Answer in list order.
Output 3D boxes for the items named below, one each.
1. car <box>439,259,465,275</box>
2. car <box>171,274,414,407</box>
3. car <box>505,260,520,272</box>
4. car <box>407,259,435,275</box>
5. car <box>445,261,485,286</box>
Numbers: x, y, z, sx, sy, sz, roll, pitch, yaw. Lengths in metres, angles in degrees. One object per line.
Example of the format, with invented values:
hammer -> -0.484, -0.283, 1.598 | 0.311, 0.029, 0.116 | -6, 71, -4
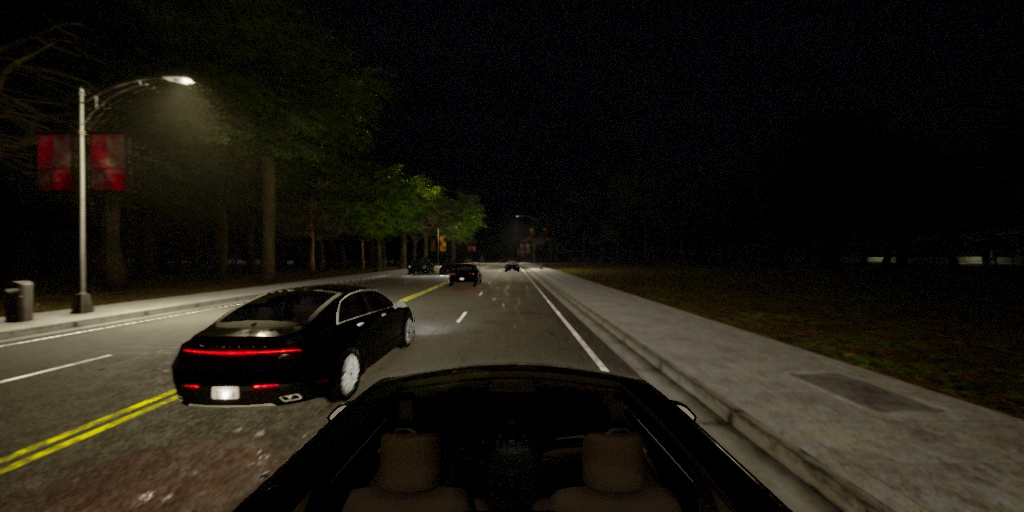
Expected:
car -> -6.645, 1.340, 38.999 | 1.994, 1.385, 4.181 | 0, 0, 0
car -> -3.155, 1.257, 6.363 | 1.837, 1.490, 4.892 | 0, 0, 0
car -> 0.028, 1.383, 47.297 | 1.895, 1.301, 4.718 | 0, 0, 0
car -> -9.895, 1.131, 39.307 | 2.097, 1.767, 4.553 | 0, 0, 0
car -> -3.185, 1.285, 25.029 | 1.812, 1.442, 4.674 | 0, 0, 0
